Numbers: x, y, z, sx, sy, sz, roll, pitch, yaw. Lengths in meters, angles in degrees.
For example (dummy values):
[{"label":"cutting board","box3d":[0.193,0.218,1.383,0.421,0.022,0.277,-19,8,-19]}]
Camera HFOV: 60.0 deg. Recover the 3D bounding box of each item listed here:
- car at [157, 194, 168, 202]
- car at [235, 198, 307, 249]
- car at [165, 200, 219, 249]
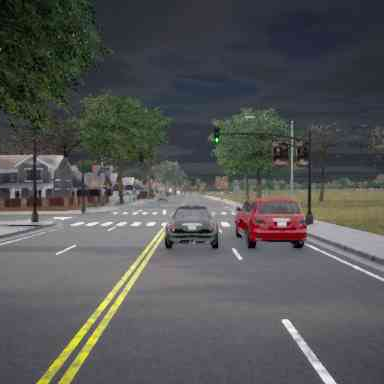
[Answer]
[{"label":"car","box3d":[-6.500,1.311,73.554,2.097,1.767,4.553,0,0,0]},{"label":"car","box3d":[3.250,1.249,14.680,2.150,2.045,5.566,0,0,0]},{"label":"car","box3d":[0.000,1.358,14.622,2.097,1.767,4.553,0,0,0]}]
